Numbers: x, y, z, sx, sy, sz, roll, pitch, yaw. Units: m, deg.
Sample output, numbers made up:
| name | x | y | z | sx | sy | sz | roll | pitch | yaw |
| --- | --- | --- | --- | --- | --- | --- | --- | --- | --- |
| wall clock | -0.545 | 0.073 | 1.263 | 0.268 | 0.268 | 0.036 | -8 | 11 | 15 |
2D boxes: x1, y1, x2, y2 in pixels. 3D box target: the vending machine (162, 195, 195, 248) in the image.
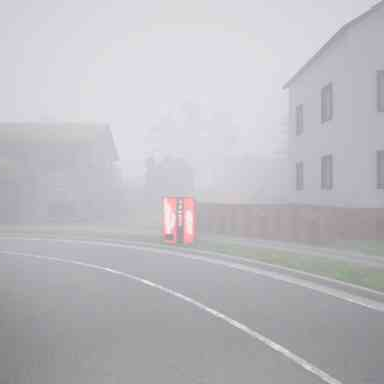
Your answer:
| name | x | y | z | sx | sy | sz | roll | pitch | yaw |
| --- | --- | --- | --- | --- | --- | --- | --- | --- | --- |
| vending machine | -0.548 | 1.195 | 14.005 | 0.880 | 2.100 | 1.100 | 0 | 0 | 38 |
